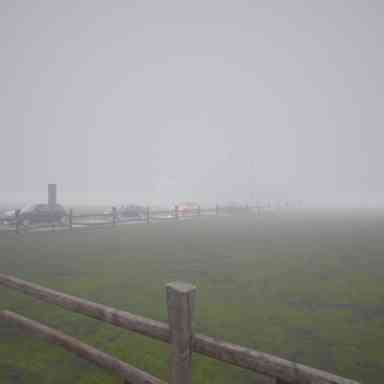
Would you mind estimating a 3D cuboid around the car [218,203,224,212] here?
[{"bbox_3d":[5.520,2.194,50.282,2.097,1.767,4.553,-1,-2,36],"label":"car"}]

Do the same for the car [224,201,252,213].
[{"bbox_3d":[6.884,2.135,47.190,2.097,1.767,4.553,-1,-1,35],"label":"car"}]

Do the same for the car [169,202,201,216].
[{"bbox_3d":[-0.784,1.997,41.430,2.097,1.767,4.553,-1,-1,35],"label":"car"}]

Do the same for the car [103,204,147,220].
[{"bbox_3d":[-6.631,1.955,33.161,2.128,1.511,4.902,-1,-1,35],"label":"car"}]

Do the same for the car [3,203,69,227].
[{"bbox_3d":[-11.952,1.650,25.633,2.097,1.767,4.553,-1,-1,35],"label":"car"}]
